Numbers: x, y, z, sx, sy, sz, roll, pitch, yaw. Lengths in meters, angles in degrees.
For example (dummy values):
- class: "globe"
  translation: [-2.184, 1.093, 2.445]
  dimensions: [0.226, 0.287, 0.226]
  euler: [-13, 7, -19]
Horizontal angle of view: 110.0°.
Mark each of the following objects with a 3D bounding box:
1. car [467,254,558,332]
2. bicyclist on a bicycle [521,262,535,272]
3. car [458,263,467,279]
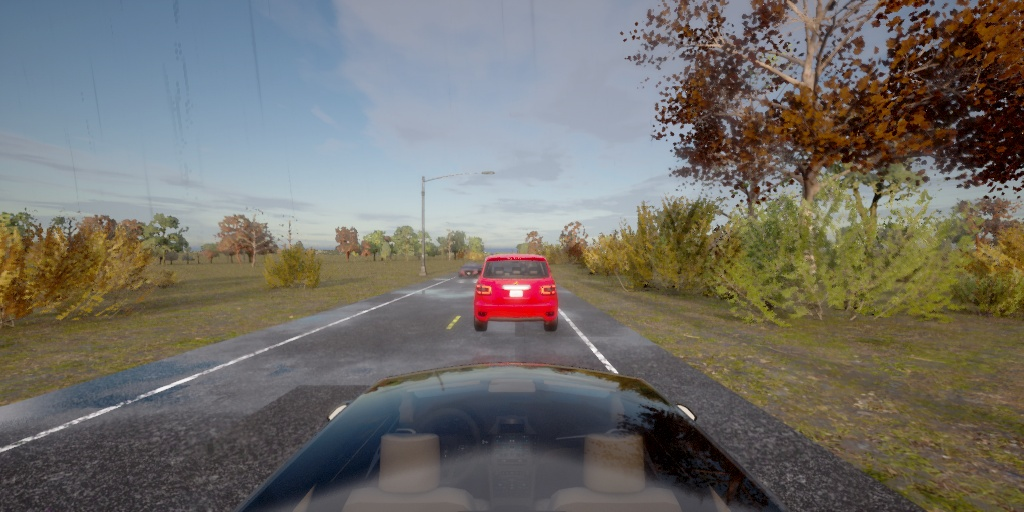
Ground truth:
- class: "car"
  translation: [0.093, 0.968, 11.039]
  dimensions: [2.150, 2.045, 5.566]
  euler: [0, 0, 0]
- class: "bicyclist on a bicycle"
  translation: [0.945, 1.114, 18.745]
  dimensions: [0.659, 1.776, 1.843]
  euler: [0, 0, 0]
- class: "car"
  translation: [-3.677, 1.304, 32.401]
  dimensions: [1.994, 1.385, 4.181]
  euler: [0, 0, 0]
